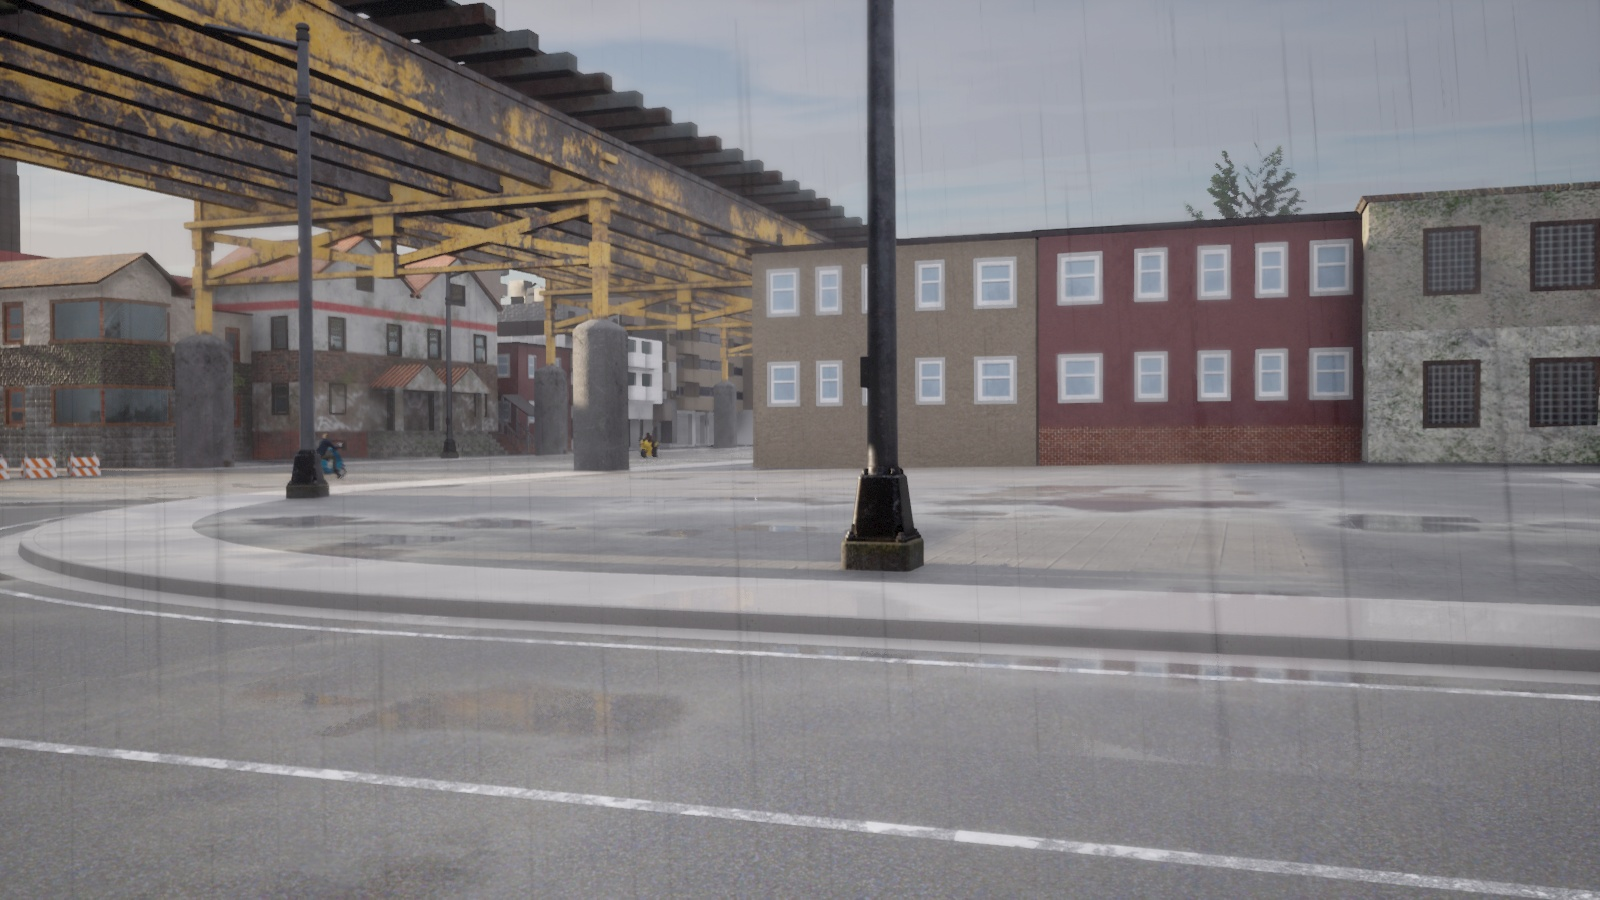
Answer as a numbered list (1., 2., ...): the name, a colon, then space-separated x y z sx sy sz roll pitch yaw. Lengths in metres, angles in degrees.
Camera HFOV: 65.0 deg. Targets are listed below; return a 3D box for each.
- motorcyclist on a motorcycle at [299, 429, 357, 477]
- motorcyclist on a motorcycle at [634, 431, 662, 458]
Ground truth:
1. motorcyclist on a motorcycle: -15.869 0.080 42.260 0.866 1.590 1.817 1 1 19
2. motorcyclist on a motorcycle: -8.779 -0.348 72.598 0.797 1.523 2.044 0 1 20
